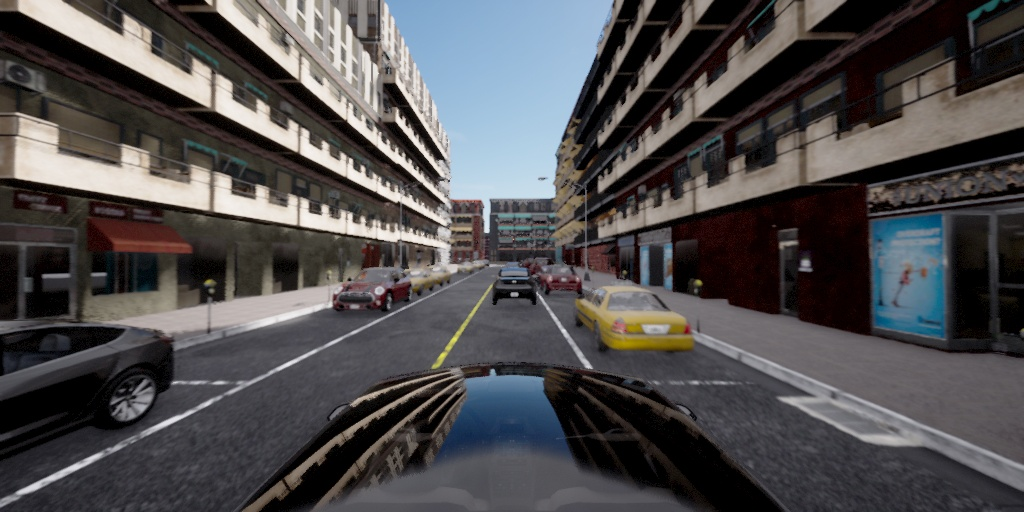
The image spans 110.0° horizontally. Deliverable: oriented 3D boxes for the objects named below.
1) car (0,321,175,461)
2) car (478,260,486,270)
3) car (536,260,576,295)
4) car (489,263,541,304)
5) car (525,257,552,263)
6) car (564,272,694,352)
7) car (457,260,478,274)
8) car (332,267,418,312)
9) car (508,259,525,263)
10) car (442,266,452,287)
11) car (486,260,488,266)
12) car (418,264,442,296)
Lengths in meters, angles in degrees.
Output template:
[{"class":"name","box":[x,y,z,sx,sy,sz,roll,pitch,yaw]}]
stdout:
[{"class":"car","box":[-5.315,1.316,2.971,1.948,1.339,4.313,0,0,0]},{"class":"car","box":[-5.310,1.328,52.877,1.751,1.417,4.829,0,0,0]},{"class":"car","box":[2.564,1.195,19.693,1.967,1.591,4.097,0,0,0]},{"class":"car","box":[0.098,1.258,16.351,1.837,1.490,4.892,0,0,0]},{"class":"car","box":[2.563,1.081,30.822,2.192,1.841,5.009,0,0,0]},{"class":"car","box":[2.565,1.276,8.737,1.751,1.417,4.829,0,0,0]},{"class":"car","box":[-5.325,1.307,41.750,1.751,1.417,4.829,0,0,0]},{"class":"car","box":[-5.316,1.192,14.100,1.967,1.591,4.097,0,0,0]},{"class":"car","box":[0.098,1.340,38.153,1.994,1.385,4.181,0,0,0]},{"class":"car","box":[-5.317,1.286,25.057,1.751,1.417,4.829,0,0,0]},{"class":"car","box":[-5.301,1.341,58.441,1.751,1.417,4.829,0,0,0]},{"class":"car","box":[-5.317,1.281,19.493,1.751,1.417,4.829,0,0,0]}]
